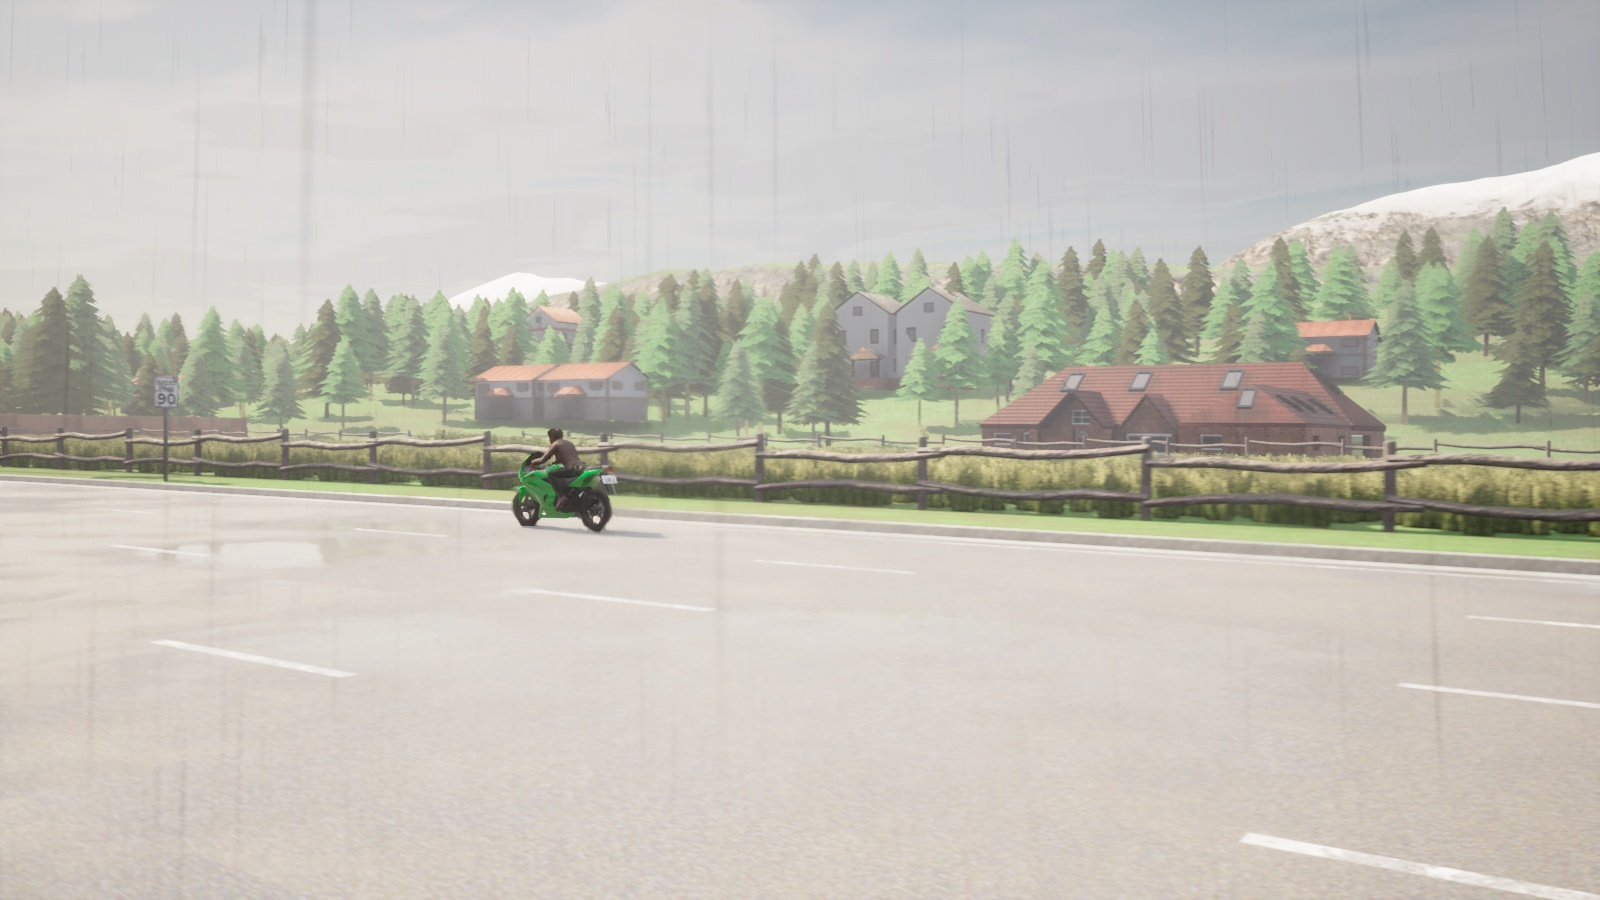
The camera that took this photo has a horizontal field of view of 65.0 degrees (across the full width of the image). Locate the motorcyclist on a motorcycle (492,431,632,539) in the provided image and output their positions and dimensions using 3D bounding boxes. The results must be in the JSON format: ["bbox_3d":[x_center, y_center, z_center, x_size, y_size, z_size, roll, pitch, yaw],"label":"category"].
[{"bbox_3d":[-3.526,0.492,18.570,2.044,1.523,0.797,0,1,34],"label":"motorcyclist on a motorcycle"}]
